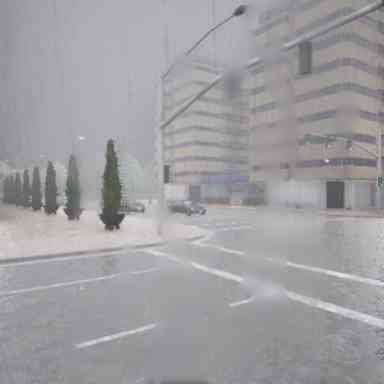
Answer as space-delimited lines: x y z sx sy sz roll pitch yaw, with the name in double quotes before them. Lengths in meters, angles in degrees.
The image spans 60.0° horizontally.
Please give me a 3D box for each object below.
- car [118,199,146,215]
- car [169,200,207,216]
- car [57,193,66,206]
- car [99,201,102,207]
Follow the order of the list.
"car" -6.458 1.453 34.071 2.128 1.511 4.902 0 0 -35
"car" -0.536 1.478 31.702 1.812 1.442 4.674 0 0 -35
"car" -20.463 1.187 54.279 2.150 2.045 5.566 0 0 -35
"car" -11.812 1.456 47.880 1.837 1.490 4.892 0 0 -35
